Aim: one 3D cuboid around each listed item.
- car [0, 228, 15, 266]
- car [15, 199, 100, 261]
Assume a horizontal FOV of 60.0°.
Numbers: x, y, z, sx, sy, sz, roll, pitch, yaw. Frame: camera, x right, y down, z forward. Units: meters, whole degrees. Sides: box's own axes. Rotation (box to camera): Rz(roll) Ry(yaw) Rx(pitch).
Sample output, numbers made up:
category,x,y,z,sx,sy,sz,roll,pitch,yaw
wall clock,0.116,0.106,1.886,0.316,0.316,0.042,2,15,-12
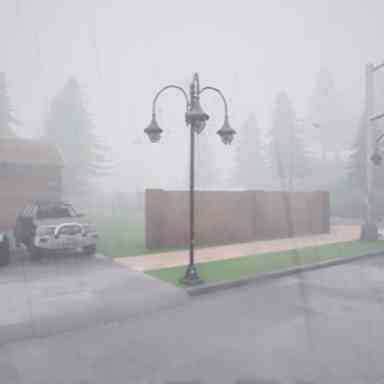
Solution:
category,x,y,z,sx,sy,sz,roll,pitch,yaw
car,-6.767,1.176,10.027,1.905,1.878,3.866,0,0,-36
car,-4.950,1.188,11.807,1.932,1.855,4.605,0,0,-36
